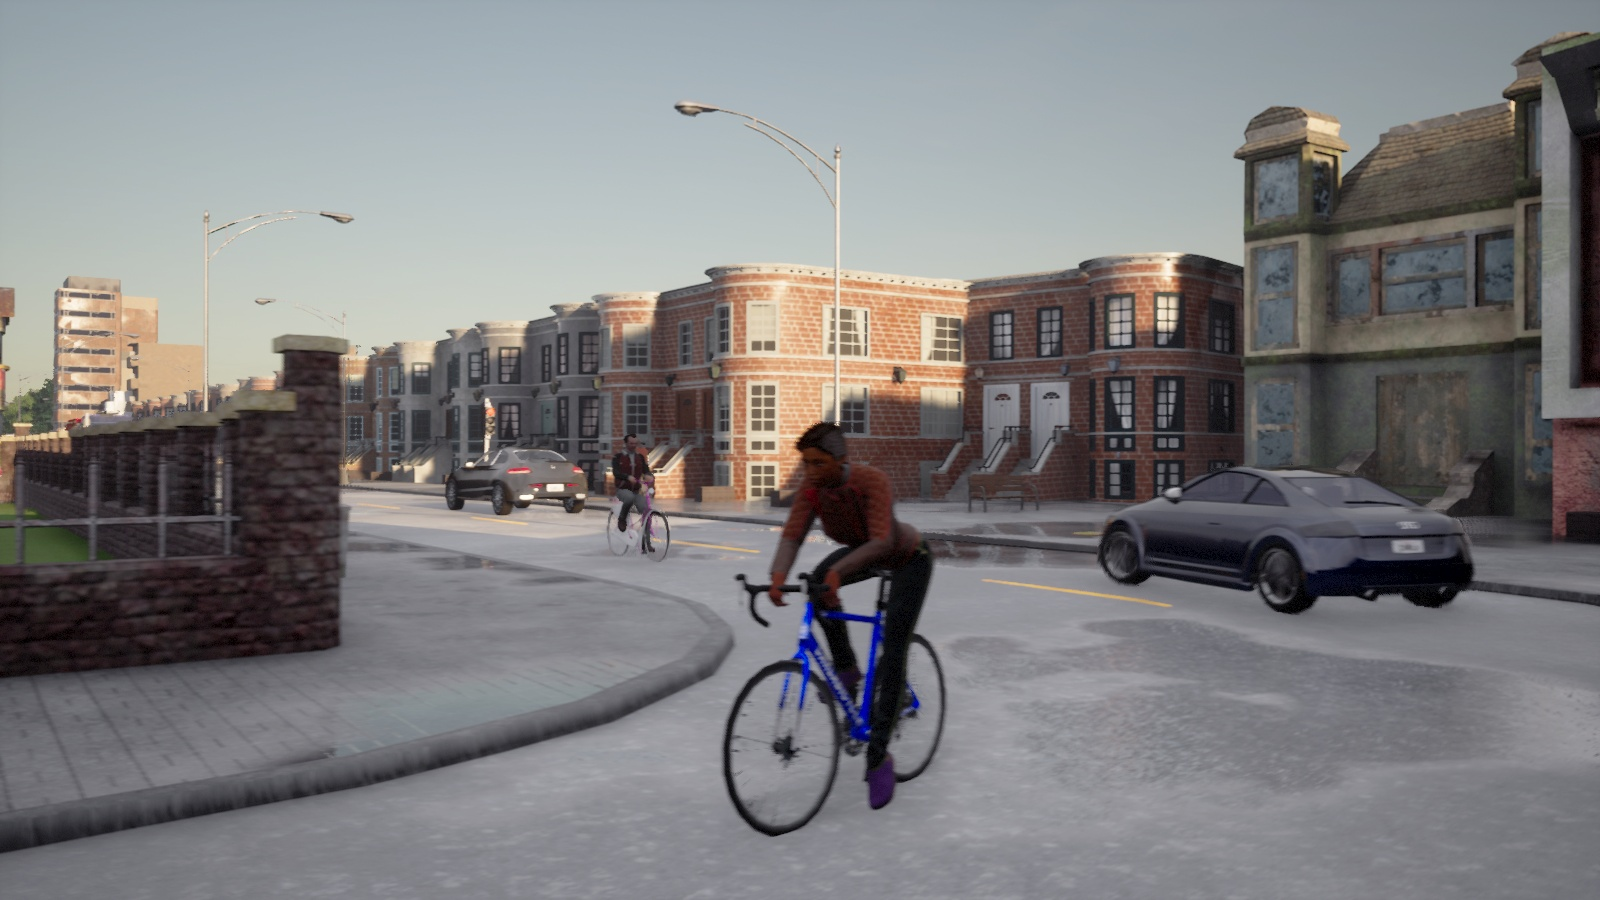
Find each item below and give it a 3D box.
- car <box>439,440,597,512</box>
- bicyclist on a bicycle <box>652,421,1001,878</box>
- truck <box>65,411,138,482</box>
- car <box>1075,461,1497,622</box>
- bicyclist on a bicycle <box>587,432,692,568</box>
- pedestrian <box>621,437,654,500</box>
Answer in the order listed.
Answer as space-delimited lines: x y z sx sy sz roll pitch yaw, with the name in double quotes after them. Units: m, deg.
-7.165 0.612 31.468 2.152 1.651 5.027 0 0 -34 "car"
0.179 0.710 5.294 0.582 1.620 1.656 -2 -1 36 "bicyclist on a bicycle"
-40.236 -0.158 72.200 2.891 3.827 8.468 0 0 -35 "truck"
4.893 0.829 13.367 1.994 1.385 4.181 0 0 -18 "car"
-2.247 0.660 17.360 0.659 1.776 1.843 0 0 -35 "bicyclist on a bicycle"
-4.820 0.551 37.209 0.634 1.844 0.899 0 0 -35 "pedestrian"
